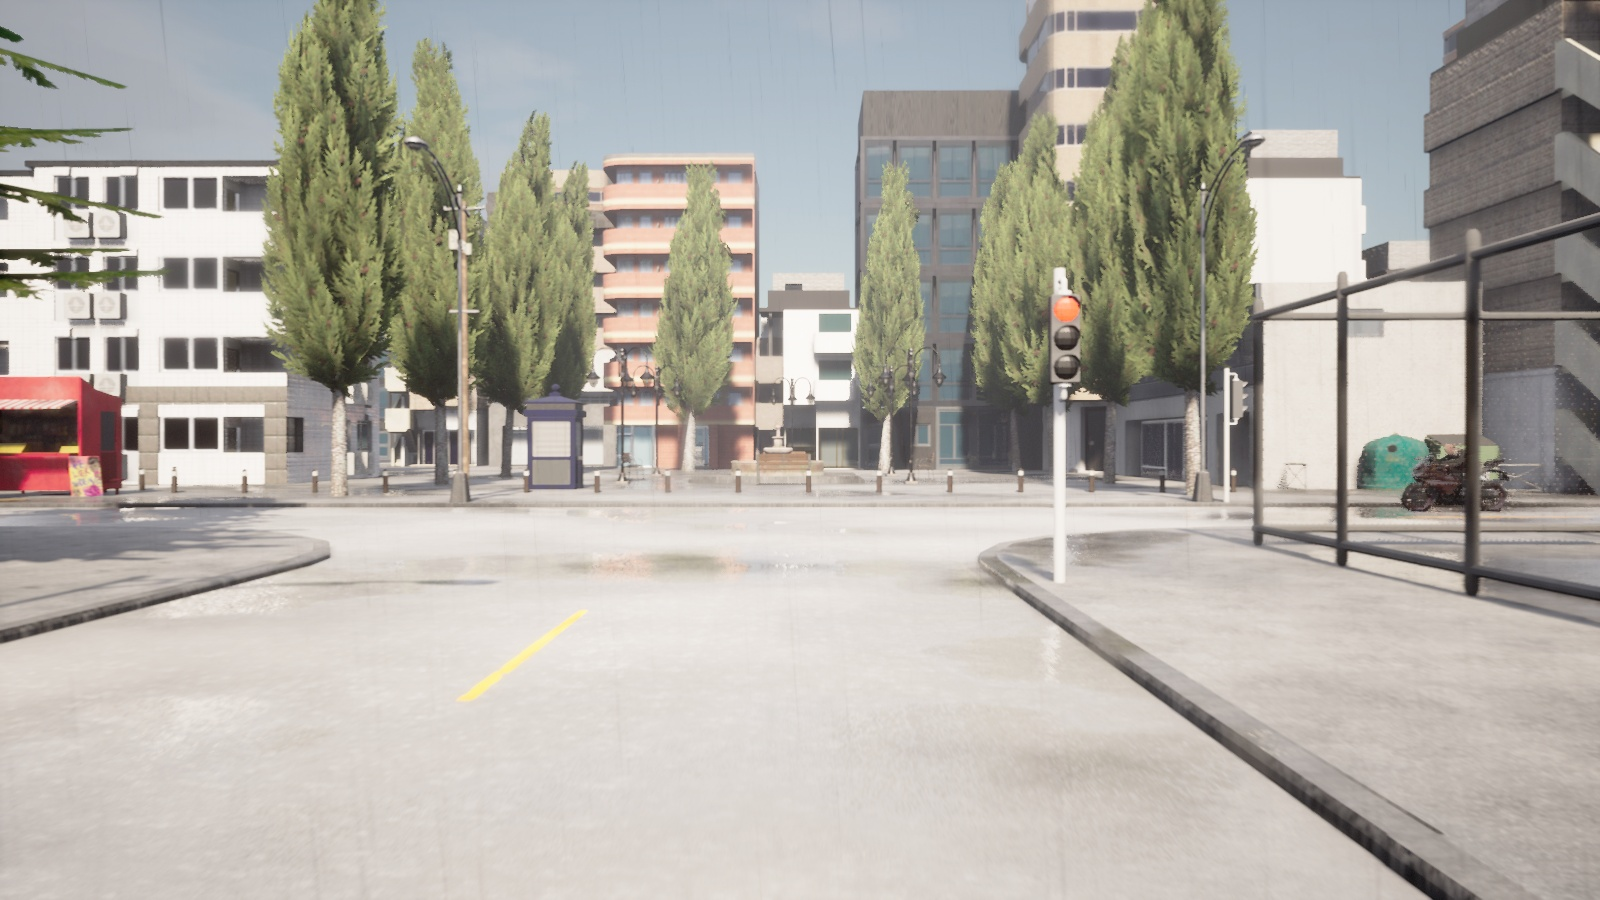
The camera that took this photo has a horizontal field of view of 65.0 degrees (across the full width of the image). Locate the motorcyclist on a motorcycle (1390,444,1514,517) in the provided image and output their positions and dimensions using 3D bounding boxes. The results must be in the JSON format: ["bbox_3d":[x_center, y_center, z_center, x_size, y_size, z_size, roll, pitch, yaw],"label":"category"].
[{"bbox_3d":[13.912,0.641,26.831,2.191,1.530,0.866,0,0,0],"label":"motorcyclist on a motorcycle"}]
